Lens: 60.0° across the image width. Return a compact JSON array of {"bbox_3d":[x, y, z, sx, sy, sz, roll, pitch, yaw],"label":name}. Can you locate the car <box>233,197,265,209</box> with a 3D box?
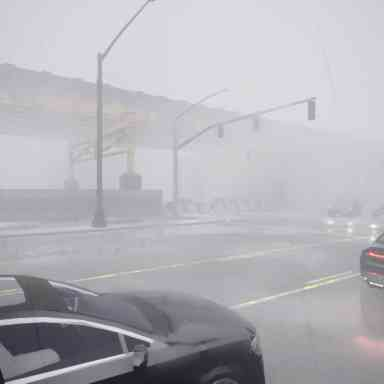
[{"bbox_3d":[7.133,1.295,44.457,4.536,1.218,1.853,0,0,-7],"label":"car"}]

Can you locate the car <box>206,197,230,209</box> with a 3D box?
[{"bbox_3d":[3.279,1.295,40.765,1.853,1.218,4.536,0,0,18],"label":"car"}]

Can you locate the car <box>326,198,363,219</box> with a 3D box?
[{"bbox_3d":[13.503,1.352,29.371,2.097,1.767,4.553,0,0,38],"label":"car"}]

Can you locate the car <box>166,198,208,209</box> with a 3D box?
[{"bbox_3d":[-0.542,1.295,38.049,4.536,1.218,1.853,0,0,8],"label":"car"}]

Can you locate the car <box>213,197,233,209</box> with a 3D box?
[{"bbox_3d":[3.263,1.453,40.715,2.038,1.542,4.974,0,0,18],"label":"car"}]

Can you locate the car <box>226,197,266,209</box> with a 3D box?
[{"bbox_3d":[7.185,1.452,44.463,4.974,1.542,2.038,0,0,-7],"label":"car"}]

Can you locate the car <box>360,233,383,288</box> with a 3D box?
[{"bbox_3d":[5.937,1.505,7.970,4.892,1.490,1.837,0,0,-35],"label":"car"}]

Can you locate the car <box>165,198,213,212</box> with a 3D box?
[{"bbox_3d":[-0.490,1.453,38.042,4.974,1.542,2.038,0,0,8],"label":"car"}]

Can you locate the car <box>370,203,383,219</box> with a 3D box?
[{"bbox_3d":[16.594,1.601,27.979,1.895,1.301,4.718,0,0,43],"label":"car"}]

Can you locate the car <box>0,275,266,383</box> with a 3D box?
[{"bbox_3d":[-1.495,1.491,2.688,4.902,1.511,2.128,0,0,-35],"label":"car"}]
